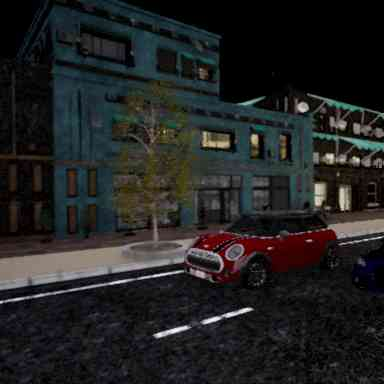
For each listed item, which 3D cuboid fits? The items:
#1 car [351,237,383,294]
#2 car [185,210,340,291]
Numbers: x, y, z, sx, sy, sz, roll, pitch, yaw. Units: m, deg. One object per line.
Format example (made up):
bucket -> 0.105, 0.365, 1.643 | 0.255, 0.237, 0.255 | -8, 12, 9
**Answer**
car -> 5.521, 1.534, 7.627 | 4.181, 1.385, 1.994 | 0, 0, -36
car -> 2.015, 1.329, 9.116 | 4.553, 1.767, 2.097 | 0, 0, -36
